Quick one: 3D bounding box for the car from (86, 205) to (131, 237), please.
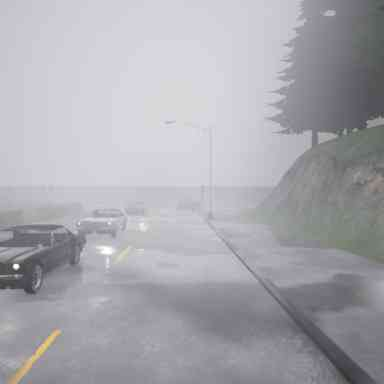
[{"bbox_3d":[-4.764,1.607,18.116,1.895,1.301,4.718,0,0,-2],"label":"car"}]

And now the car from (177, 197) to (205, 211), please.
[{"bbox_3d":[-0.074,1.365,40.235,2.097,1.767,4.553,0,0,20],"label":"car"}]

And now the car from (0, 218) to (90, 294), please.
[{"bbox_3d":[-4.402,1.603,8.903,1.895,1.301,4.718,0,0,-2],"label":"car"}]

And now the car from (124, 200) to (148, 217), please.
[{"bbox_3d":[-5.222,1.517,31.304,1.837,1.490,4.892,0,-1,-2],"label":"car"}]
